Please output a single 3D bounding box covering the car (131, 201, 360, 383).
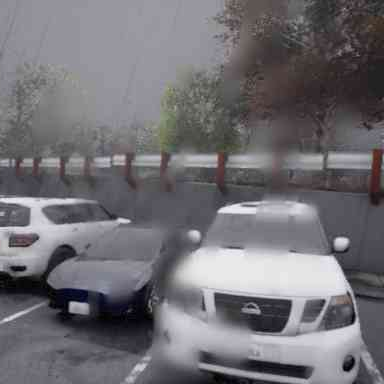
[{"bbox_3d":[1.304,1.221,5.895,2.435,2.045,5.566,1,0,16],"label":"car"}]

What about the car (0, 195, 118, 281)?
[{"bbox_3d":[-3.601,1.185,9.467,2.435,2.045,5.566,0,-1,15],"label":"car"}]

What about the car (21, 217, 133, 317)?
[{"bbox_3d":[-1.162,1.484,7.648,2.163,1.488,4.792,1,0,16],"label":"car"}]
